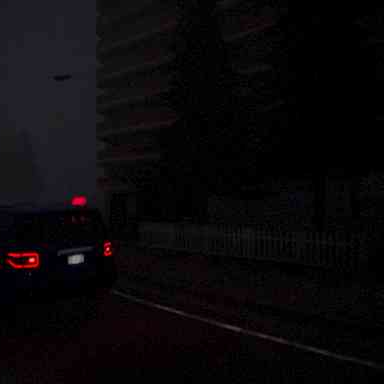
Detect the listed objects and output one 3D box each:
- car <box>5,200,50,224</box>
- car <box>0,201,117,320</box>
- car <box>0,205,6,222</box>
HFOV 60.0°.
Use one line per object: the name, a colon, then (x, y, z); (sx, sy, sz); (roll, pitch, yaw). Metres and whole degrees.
car: (-13.639, 1.579, 27.899); (2.097, 1.767, 4.553); (0, 0, -9)
car: (-3.965, 1.287, 7.737); (5.566, 2.045, 2.150); (0, 0, 44)
car: (-17.028, 1.808, 27.046); (1.994, 1.385, 4.181); (0, 0, -8)
